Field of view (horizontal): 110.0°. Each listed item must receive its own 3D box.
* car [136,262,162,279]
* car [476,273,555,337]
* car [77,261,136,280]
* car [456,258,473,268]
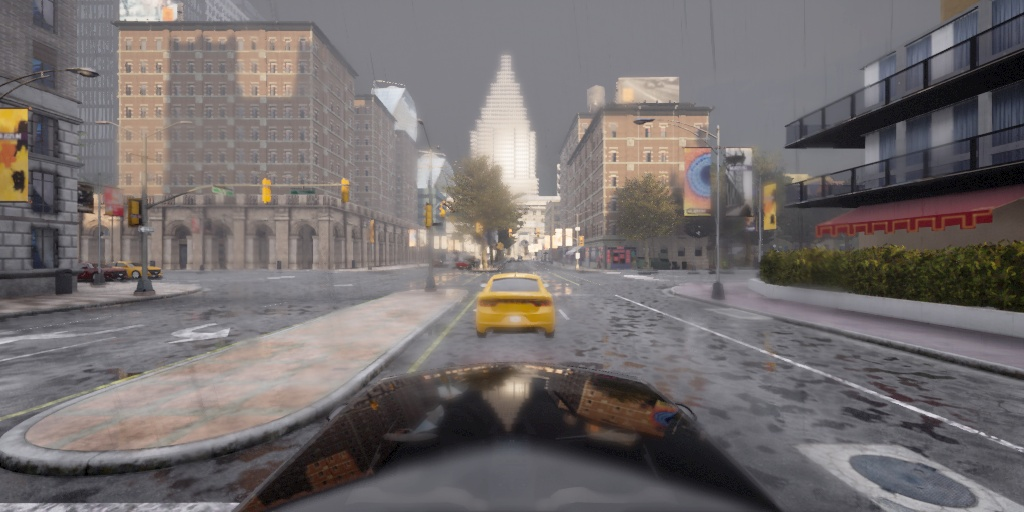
[{"bbox_3d":[-34.574,1.228,32.315,5.008,1.535,1.882,0,0,0],"label":"car"},{"bbox_3d":[0.094,1.228,10.310,1.882,1.535,5.008,0,0,0],"label":"car"},{"bbox_3d":[-33.939,1.228,28.817,5.008,1.535,1.882,0,0,0],"label":"car"},{"bbox_3d":[-7.987,1.351,59.051,1.895,1.301,4.718,0,0,0],"label":"car"}]
